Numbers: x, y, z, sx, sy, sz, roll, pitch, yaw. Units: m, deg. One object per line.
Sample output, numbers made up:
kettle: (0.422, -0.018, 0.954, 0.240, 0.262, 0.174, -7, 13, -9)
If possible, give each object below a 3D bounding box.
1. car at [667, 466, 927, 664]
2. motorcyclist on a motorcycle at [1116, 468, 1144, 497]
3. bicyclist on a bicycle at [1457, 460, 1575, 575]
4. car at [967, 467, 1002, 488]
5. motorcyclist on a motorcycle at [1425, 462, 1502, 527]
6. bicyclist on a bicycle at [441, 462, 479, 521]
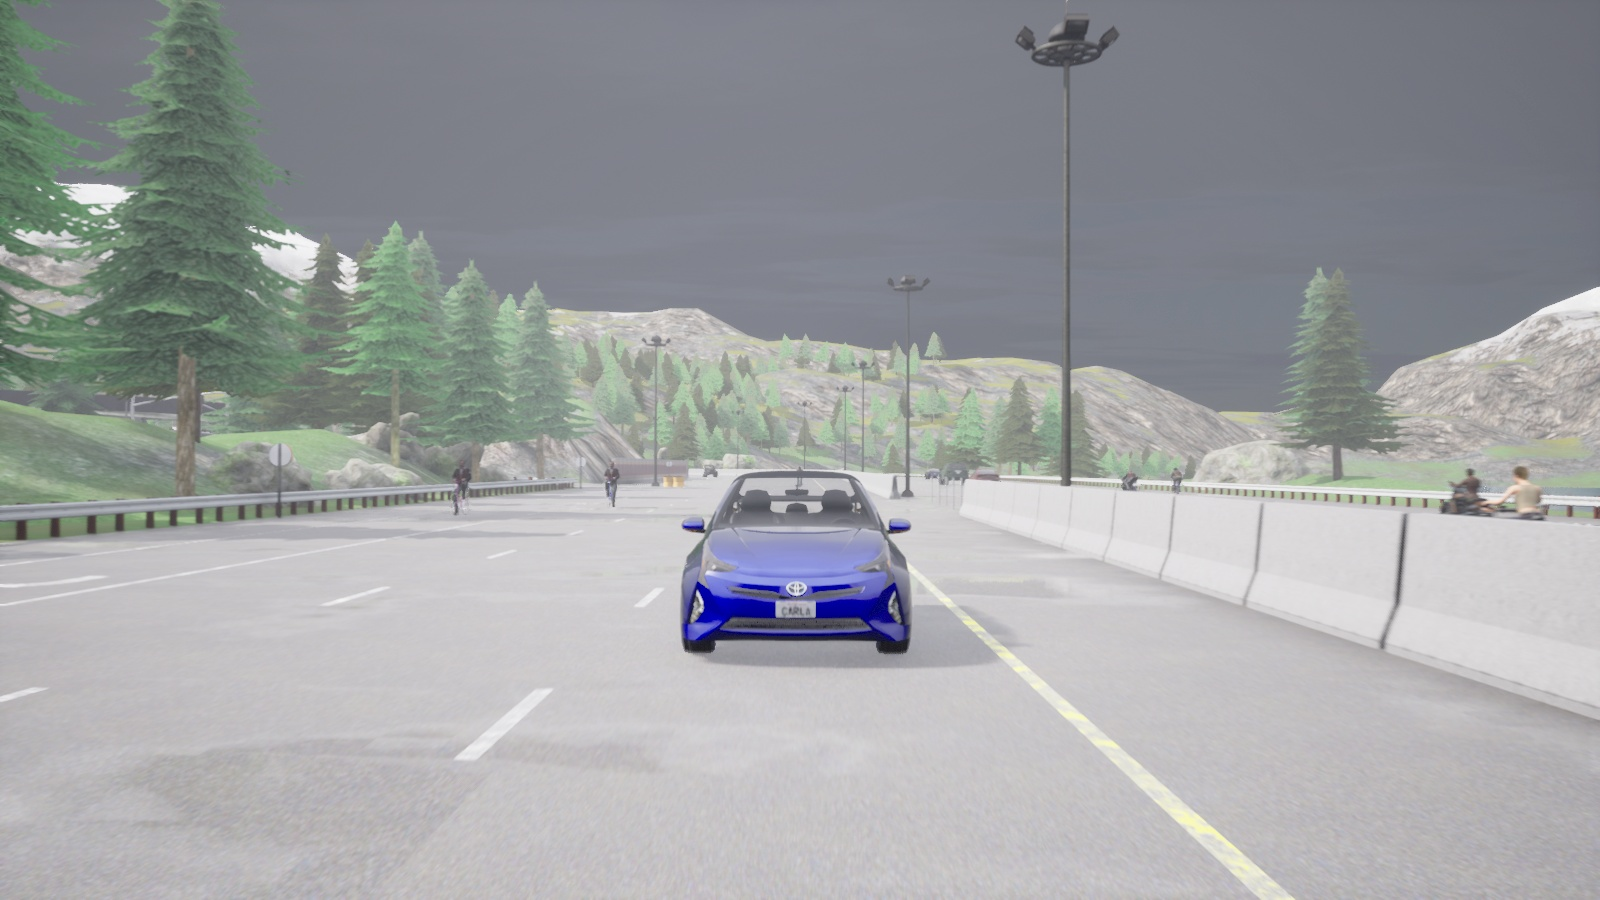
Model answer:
car: (-0.025, 0.923, 11.973, 2.007, 1.525, 4.514, 0, -1, 0)
motorcyclist on a motorcycle: (17.547, 1.703, 66.815, 0.866, 1.530, 2.191, -1, -1, -1)
bicyclist on a bicycle: (10.470, 0.961, 18.430, 0.866, 1.612, 1.509, 0, -1, 0)
car: (14.003, 2.060, 95.645, 1.882, 1.535, 5.008, 0, -1, 0)
motorcyclist on a motorcycle: (17.480, 1.151, 33.133, 0.766, 1.649, 2.350, 0, -1, 0)
bicyclist on a bicycle: (-10.518, 1.263, 38.925, 0.659, 1.776, 1.843, 0, -1, 0)
